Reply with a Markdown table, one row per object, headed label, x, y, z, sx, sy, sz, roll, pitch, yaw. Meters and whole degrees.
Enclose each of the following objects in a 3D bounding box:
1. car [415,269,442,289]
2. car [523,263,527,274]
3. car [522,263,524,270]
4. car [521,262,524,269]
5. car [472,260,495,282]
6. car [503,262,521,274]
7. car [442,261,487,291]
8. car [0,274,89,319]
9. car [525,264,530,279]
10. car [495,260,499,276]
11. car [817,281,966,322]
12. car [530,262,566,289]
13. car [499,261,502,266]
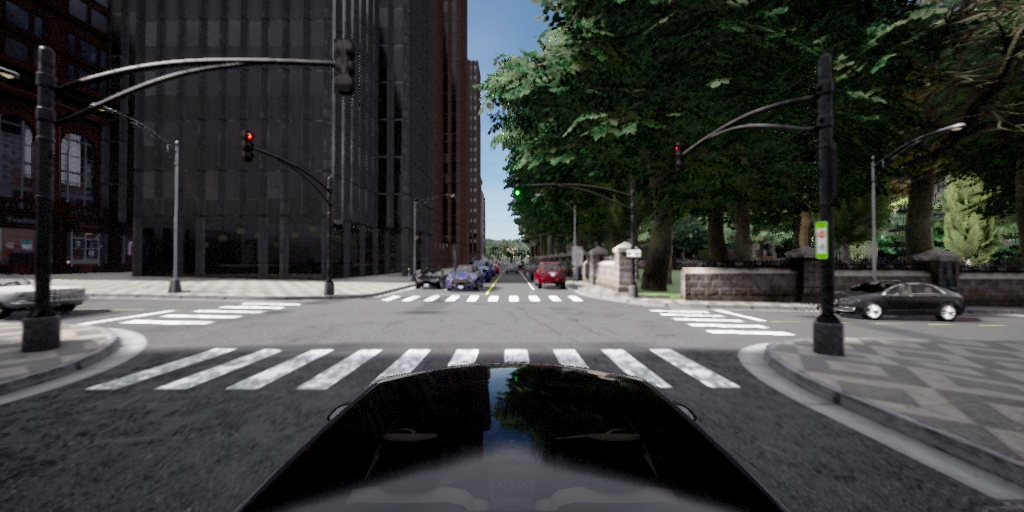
| label | x | y | z | sx | sy | sz | roll | pitch | yaw |
| --- | --- | --- | --- | --- | --- | --- | --- | --- | --- |
| car | -5.783 | 1.639 | 26.388 | 1.948 | 1.339 | 4.313 | 0 | 0 | 0 |
| car | 2.728 | 1.848 | 42.772 | 2.007 | 1.370 | 4.403 | 0 | 0 | 0 |
| car | 2.723 | 1.923 | 48.229 | 2.007 | 1.370 | 4.403 | 0 | 0 | 0 |
| car | 2.718 | 1.888 | 53.684 | 1.967 | 1.591 | 4.097 | 0 | 0 | 0 |
| car | -3.124 | 1.406 | 34.590 | 2.150 | 2.045 | 5.566 | 0 | -1 | 0 |
| car | 0.045 | 2.019 | 55.474 | 2.033 | 1.411 | 5.357 | 0 | -1 | 0 |
| car | -3.183 | 1.404 | 24.829 | 2.097 | 1.767 | 4.553 | 0 | -1 | 1 |
| car | -16.449 | 1.189 | 11.168 | 4.718 | 1.301 | 1.895 | 1 | -1 | 0 |
| car | 2.733 | 1.788 | 37.316 | 1.948 | 1.339 | 4.313 | 0 | 0 | 0 |
| car | -3.128 | 1.677 | 44.770 | 2.097 | 1.767 | 4.553 | 0 | -1 | 0 |
| car | 15.258 | 1.753 | 14.566 | 4.892 | 1.490 | 1.837 | 1 | -1 | 0 |
| car | 2.742 | 1.387 | 26.405 | 2.192 | 1.841 | 5.009 | 0 | 0 | 0 |
| car | -3.100 | 1.691 | 55.277 | 2.150 | 2.045 | 5.566 | 0 | -1 | 0 |
